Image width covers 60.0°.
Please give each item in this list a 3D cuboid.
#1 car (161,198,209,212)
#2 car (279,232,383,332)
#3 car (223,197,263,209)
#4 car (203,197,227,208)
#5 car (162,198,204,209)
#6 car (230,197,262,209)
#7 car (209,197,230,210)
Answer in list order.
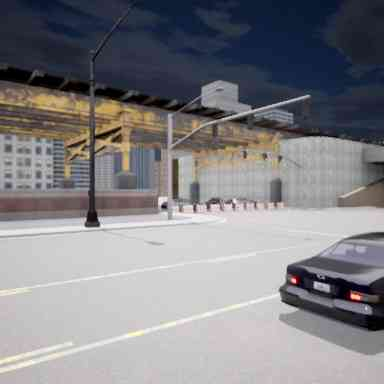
[{"bbox_3d":[-0.911,1.434,37.823,4.974,1.542,2.038,0,0,8],"label":"car"},{"bbox_3d":[4.098,1.541,6.701,5.357,1.411,2.033,0,0,-35],"label":"car"},{"bbox_3d":[6.744,1.426,44.268,4.974,1.542,2.038,0,0,-7],"label":"car"},{"bbox_3d":[2.850,1.273,40.558,1.853,1.218,4.536,0,0,18],"label":"car"},{"bbox_3d":[-0.962,1.277,37.830,4.536,1.218,1.853,0,0,8],"label":"car"},{"bbox_3d":[6.693,1.268,44.262,4.536,1.218,1.853,0,0,-7],"label":"car"},{"bbox_3d":[2.834,1.430,40.508,2.038,1.542,4.974,0,0,18],"label":"car"}]
